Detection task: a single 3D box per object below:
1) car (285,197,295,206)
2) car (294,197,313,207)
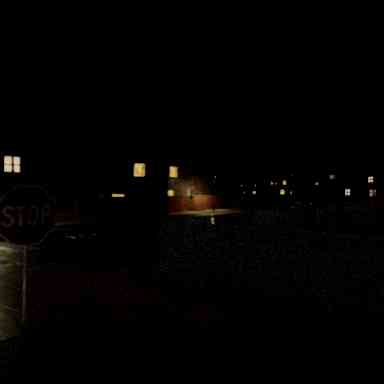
[{"bbox_3d":[16.782,1.534,55.293,1.812,1.442,4.674,1,0,2],"label":"car"},{"bbox_3d":[15.349,1.608,45.374,1.994,1.385,4.181,1,0,16],"label":"car"}]
